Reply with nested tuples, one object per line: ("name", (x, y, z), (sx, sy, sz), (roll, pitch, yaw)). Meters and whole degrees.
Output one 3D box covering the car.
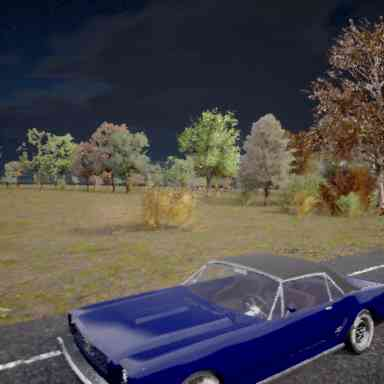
("car", (0.763, 1.622, 4.571), (4.718, 1.301, 1.895), (0, 0, -36))
